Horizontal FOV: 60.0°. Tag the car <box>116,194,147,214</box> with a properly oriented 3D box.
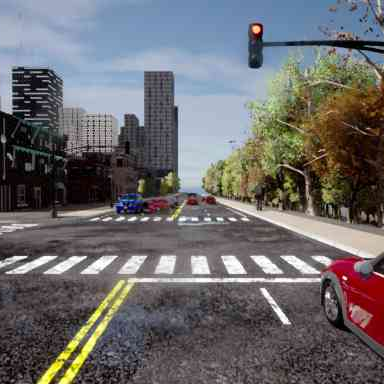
[{"bbox_3d":[-6.571,1.210,35.797,2.150,2.045,5.566,0,0,0],"label":"car"}]

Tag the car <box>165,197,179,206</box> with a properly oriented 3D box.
[{"bbox_3d":[-3.303,1.527,56.017,2.033,1.411,5.357,0,0,0],"label":"car"}]

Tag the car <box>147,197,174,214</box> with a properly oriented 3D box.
[{"bbox_3d":[-3.324,1.466,35.545,1.882,1.535,5.008,0,0,0],"label":"car"}]

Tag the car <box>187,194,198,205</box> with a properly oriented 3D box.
[{"bbox_3d":[0.121,1.542,58.737,1.994,1.385,4.181,0,0,0],"label":"car"}]

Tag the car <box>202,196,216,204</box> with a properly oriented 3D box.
[{"bbox_3d":[3.372,1.455,61.636,1.882,1.535,5.008,0,0,0],"label":"car"}]

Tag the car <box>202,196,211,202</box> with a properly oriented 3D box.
[{"bbox_3d":[3.279,1.522,75.491,1.994,1.385,4.181,0,0,0],"label":"car"}]

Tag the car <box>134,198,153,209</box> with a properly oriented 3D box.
[{"bbox_3d":[-6.567,1.585,45.543,1.895,1.301,4.718,0,0,0],"label":"car"}]

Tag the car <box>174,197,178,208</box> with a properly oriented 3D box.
[{"bbox_3d":[-3.315,1.532,45.444,2.033,1.411,5.357,0,0,0],"label":"car"}]

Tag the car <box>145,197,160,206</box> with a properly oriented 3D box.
[{"bbox_3d":[-6.551,1.544,55.572,1.994,1.385,4.181,0,0,1],"label":"car"}]

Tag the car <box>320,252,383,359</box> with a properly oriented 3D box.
[{"bbox_3d":[3.350,1.351,4.175,2.097,1.767,4.553,0,0,0],"label":"car"}]
